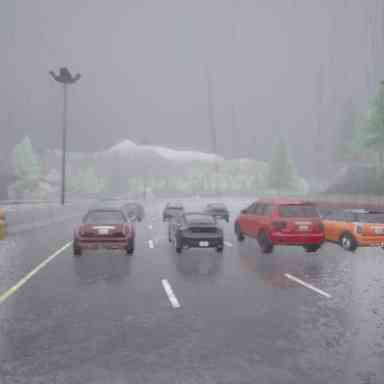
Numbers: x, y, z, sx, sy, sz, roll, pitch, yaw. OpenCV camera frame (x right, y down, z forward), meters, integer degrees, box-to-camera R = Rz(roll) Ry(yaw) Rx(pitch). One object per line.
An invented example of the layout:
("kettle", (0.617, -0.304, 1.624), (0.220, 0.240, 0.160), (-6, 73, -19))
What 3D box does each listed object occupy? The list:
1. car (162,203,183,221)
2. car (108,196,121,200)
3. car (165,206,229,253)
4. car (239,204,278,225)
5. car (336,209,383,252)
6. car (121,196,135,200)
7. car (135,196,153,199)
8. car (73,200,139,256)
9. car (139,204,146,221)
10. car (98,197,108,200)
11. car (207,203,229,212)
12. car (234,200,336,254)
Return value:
("car", (-1.473, 1.642, 28.270), (2.128, 1.511, 4.902), (1, 0, -3))
("car", (-17.133, 1.712, 78.066), (1.812, 1.442, 4.674), (1, 0, 14))
("car", (0.062, 1.597, 14.261), (1.837, 1.490, 4.892), (1, 0, -9))
("car", (5.521, 1.816, 28.395), (2.033, 1.411, 5.357), (1, 0, -3))
("car", (7.001, 1.563, 15.183), (2.097, 1.767, 4.553), (1, -1, -9))
("car", (-13.800, 1.779, 76.994), (2.033, 1.411, 5.357), (1, 0, 14))
("car", (-10.466, 1.768, 75.922), (1.882, 1.535, 5.008), (1, 0, 14))
("car", (-3.358, 1.377, 13.479), (2.097, 1.767, 4.553), (1, -1, -9))
("car", (-4.958, 1.635, 27.754), (2.033, 1.411, 5.357), (1, 0, -3))
("car", (-20.483, 1.736, 79.112), (1.895, 1.301, 4.718), (1, 0, 14))
("car", (2.020, 1.718, 28.501), (1.837, 1.490, 4.892), (1, 0, -3))
("car", (3.557, 1.367, 14.539), (2.150, 2.045, 5.566), (1, 0, -9))
